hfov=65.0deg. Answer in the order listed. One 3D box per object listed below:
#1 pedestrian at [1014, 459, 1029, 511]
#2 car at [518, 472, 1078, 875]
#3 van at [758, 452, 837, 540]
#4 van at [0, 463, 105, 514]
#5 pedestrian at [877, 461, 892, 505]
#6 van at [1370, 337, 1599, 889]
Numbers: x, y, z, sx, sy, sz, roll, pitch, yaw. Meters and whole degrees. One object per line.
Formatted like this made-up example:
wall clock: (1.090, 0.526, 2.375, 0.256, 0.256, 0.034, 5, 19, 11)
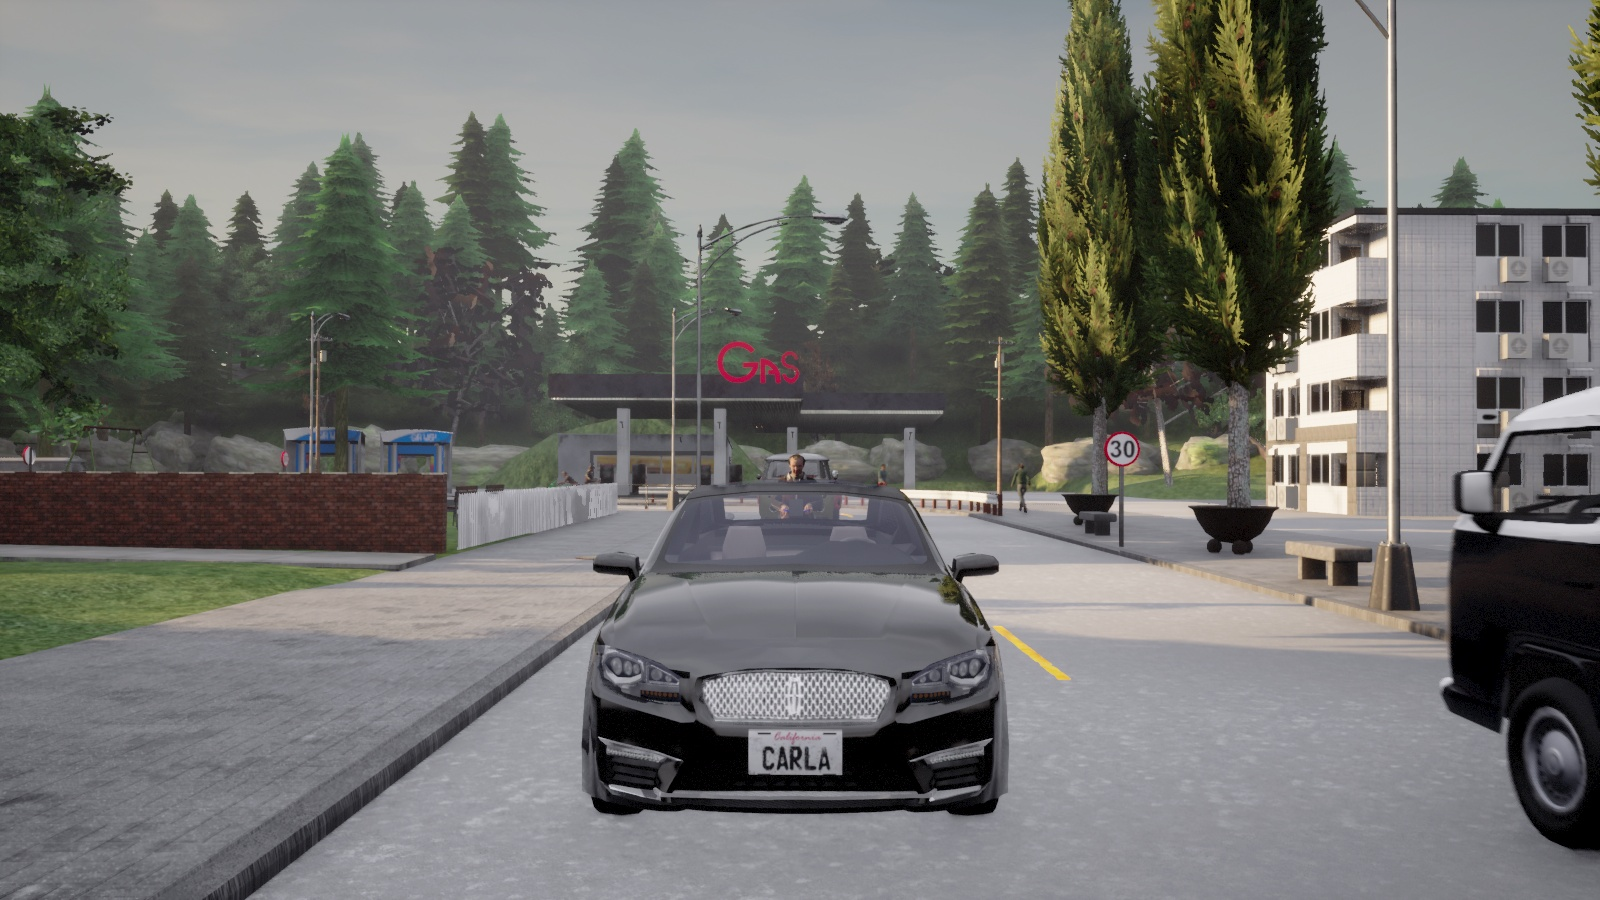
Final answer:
pedestrian: (7.937, 1.246, 44.960, 0.353, 1.847, 0.614, 0, -1, -8)
car: (-0.017, 0.892, 7.230, 2.128, 1.511, 4.902, 0, -1, 0)
van: (-0.066, 1.082, 30.718, 1.775, 1.987, 4.442, 0, -1, 0)
van: (-30.447, 1.528, 50.116, 4.442, 1.987, 1.775, 0, -1, 0)
pedestrian: (3.633, 1.415, 54.025, 0.353, 1.847, 0.614, 1, -1, -37)
van: (3.989, 0.591, 4.227, 2.069, 2.038, 4.480, 0, -1, 0)
